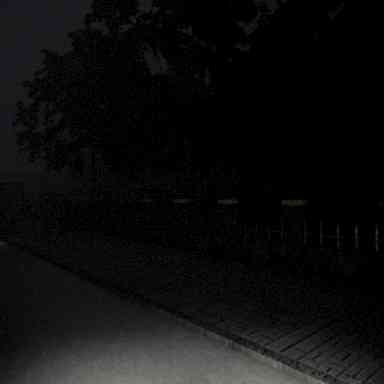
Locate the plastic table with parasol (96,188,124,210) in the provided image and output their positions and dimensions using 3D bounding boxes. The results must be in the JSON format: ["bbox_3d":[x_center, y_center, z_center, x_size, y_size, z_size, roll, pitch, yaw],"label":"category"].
[{"bbox_3d":[-10.435,0.892,42.474,2.482,2.480,2.482,-5,3,12],"label":"plastic table with parasol"}]

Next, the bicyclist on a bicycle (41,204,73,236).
[{"bbox_3d":[-6.994,1.440,17.242,1.656,1.620,0.582,-2,1,-40],"label":"bicyclist on a bicycle"}]

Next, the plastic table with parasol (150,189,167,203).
[{"bbox_3d":[-5.967,0.711,59.739,2.482,2.480,2.482,0,1,10],"label":"plastic table with parasol"}]
